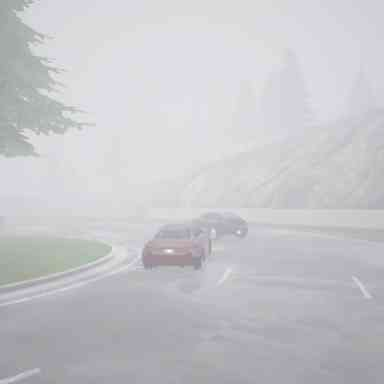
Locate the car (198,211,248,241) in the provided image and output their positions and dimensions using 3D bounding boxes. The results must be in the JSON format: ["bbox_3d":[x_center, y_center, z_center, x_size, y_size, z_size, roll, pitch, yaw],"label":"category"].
[{"bbox_3d":[1.329,1.904,19.519,1.837,1.490,4.892,2,-2,-27],"label":"car"}]

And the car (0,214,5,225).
[{"bbox_3d":[-20.193,2.559,32.447,4.674,1.442,1.812,-2,-1,28],"label":"car"}]

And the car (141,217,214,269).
[{"bbox_3d":[-0.438,1.840,12.263,1.994,1.385,4.181,-1,-1,8],"label":"car"}]
